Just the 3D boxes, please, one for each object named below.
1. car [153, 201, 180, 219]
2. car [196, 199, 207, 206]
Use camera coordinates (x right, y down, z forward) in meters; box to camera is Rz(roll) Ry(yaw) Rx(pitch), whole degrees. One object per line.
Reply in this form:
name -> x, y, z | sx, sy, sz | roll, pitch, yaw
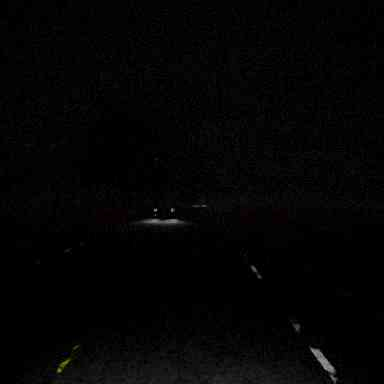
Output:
car -> -2.404, 1.653, 32.395 | 2.097, 1.767, 4.553 | 0, -1, 4
car -> 2.035, 2.190, 72.647 | 1.812, 1.442, 4.674 | 0, -1, 8
